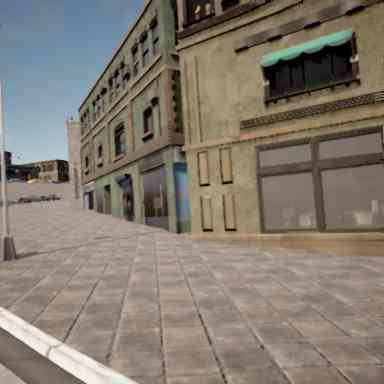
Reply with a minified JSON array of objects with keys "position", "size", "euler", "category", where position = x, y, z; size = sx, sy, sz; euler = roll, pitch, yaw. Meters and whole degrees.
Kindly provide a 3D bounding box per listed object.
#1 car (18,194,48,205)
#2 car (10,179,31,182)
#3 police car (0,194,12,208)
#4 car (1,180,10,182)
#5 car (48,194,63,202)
[{"position":[-23.773,1.129,49.127],"size":[1.837,1.490,4.892],"euler":[-4,1,2],"category":"car"},{"position":[-43.913,-2.635,83.444],"size":[2.002,1.452,4.674],"euler":[-5,-3,32],"category":"car"},{"position":[-23.304,1.123,39.701],"size":[1.930,1.638,5.238],"euler":[-3,1,-8],"category":"police car"},{"position":[-46.889,-2.686,78.761],"size":[2.231,1.521,4.892],"euler":[-6,-3,33],"category":"car"},{"position":[-23.296,1.057,54.835],"size":[1.837,1.490,4.892],"euler":[-4,0,8],"category":"car"}]
